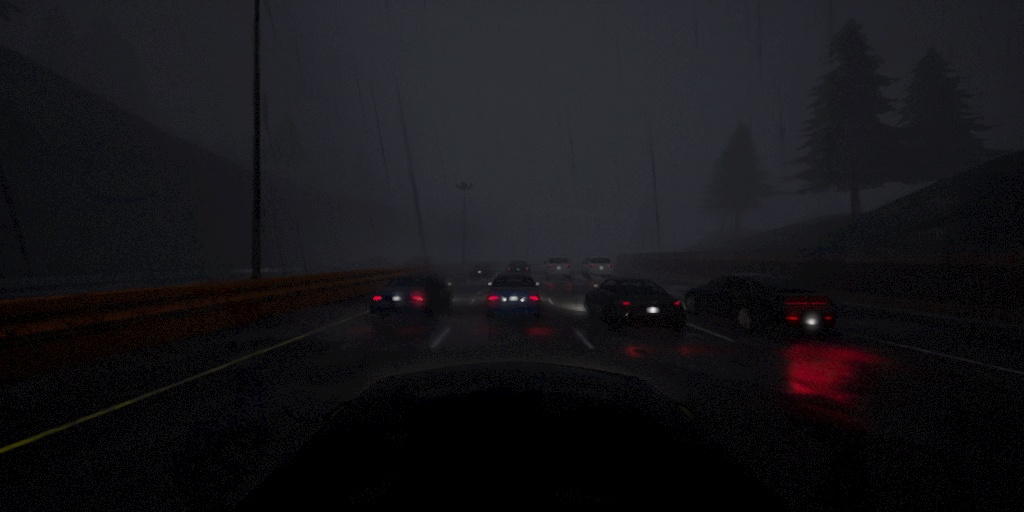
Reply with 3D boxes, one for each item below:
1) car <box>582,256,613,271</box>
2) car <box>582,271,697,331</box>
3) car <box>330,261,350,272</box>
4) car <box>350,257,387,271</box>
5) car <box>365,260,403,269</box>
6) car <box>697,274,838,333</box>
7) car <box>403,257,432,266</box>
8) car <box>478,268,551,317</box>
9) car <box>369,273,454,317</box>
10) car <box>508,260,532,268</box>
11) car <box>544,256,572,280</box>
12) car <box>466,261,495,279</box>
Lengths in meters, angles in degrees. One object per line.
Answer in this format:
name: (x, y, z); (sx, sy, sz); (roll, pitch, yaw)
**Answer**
car: (7.637, 1.047, 32.358); (2.150, 2.045, 5.566); (0, 0, 5)
car: (3.562, 1.337, 11.061); (1.994, 1.385, 4.181); (0, 0, 0)
car: (-22.143, 1.419, 48.590); (2.033, 1.411, 5.357); (0, 0, 10)
car: (-18.683, 1.093, 47.991); (2.150, 2.045, 5.566); (0, -1, 10)
car: (-15.744, 1.460, 44.393); (1.895, 1.301, 4.718); (0, 0, 9)
car: (7.059, 1.279, 10.846); (1.837, 1.490, 4.892); (0, 0, 0)
car: (-11.987, 1.083, 45.655); (2.150, 2.045, 5.566); (0, 0, 10)
car: (0.069, 1.327, 13.255); (2.033, 1.411, 5.357); (0, 0, 0)
car: (-3.431, 1.327, 13.225); (2.033, 1.411, 5.357); (0, 0, 0)
car: (0.710, 1.180, 33.074); (2.097, 1.767, 4.553); (0, 0, 5)
car: (4.133, 1.048, 32.364); (2.150, 2.045, 5.566); (0, 0, 5)
car: (-2.722, 1.395, 33.961); (1.994, 1.385, 4.181); (0, 0, 5)
